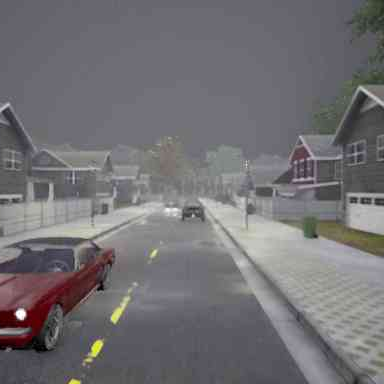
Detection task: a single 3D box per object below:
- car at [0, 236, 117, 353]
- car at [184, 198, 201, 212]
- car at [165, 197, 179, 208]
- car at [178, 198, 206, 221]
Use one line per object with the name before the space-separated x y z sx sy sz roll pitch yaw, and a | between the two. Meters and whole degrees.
car | -2.852 1.598 6.274 1.895 1.301 4.718 0 0 0
car | 0.077 1.507 39.739 1.837 1.490 4.892 0 1 0
car | -2.853 1.500 48.201 2.128 1.511 4.902 0 0 0
car | 0.086 1.500 27.153 1.837 1.490 4.892 0 0 0
